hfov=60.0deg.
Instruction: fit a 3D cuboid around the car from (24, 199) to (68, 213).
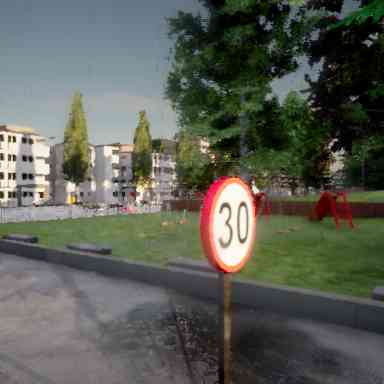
[{"bbox_3d":[-16.021,1.519,36.626,1.812,1.442,4.674,0,0,36],"label":"car"}]
